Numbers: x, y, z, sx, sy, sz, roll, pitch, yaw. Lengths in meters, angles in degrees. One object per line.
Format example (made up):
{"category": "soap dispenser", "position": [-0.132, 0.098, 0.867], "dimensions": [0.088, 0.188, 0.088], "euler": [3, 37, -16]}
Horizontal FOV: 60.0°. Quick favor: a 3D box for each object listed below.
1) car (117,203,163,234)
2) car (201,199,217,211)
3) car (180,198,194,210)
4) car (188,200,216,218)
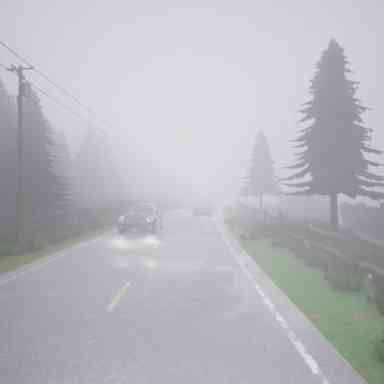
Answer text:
{"category": "car", "position": [-3.034, 1.499, 20.257], "dimensions": [2.097, 1.767, 4.553], "euler": [0, 0, 2]}
{"category": "car", "position": [2.100, 1.674, 44.431], "dimensions": [2.097, 1.767, 4.553], "euler": [0, 0, 10]}
{"category": "car", "position": [-0.501, 1.716, 50.195], "dimensions": [2.097, 1.767, 4.553], "euler": [0, 0, 8]}
{"category": "car", "position": [1.079, 1.787, 33.030], "dimensions": [2.033, 1.411, 5.357], "euler": [0, 0, 4]}
